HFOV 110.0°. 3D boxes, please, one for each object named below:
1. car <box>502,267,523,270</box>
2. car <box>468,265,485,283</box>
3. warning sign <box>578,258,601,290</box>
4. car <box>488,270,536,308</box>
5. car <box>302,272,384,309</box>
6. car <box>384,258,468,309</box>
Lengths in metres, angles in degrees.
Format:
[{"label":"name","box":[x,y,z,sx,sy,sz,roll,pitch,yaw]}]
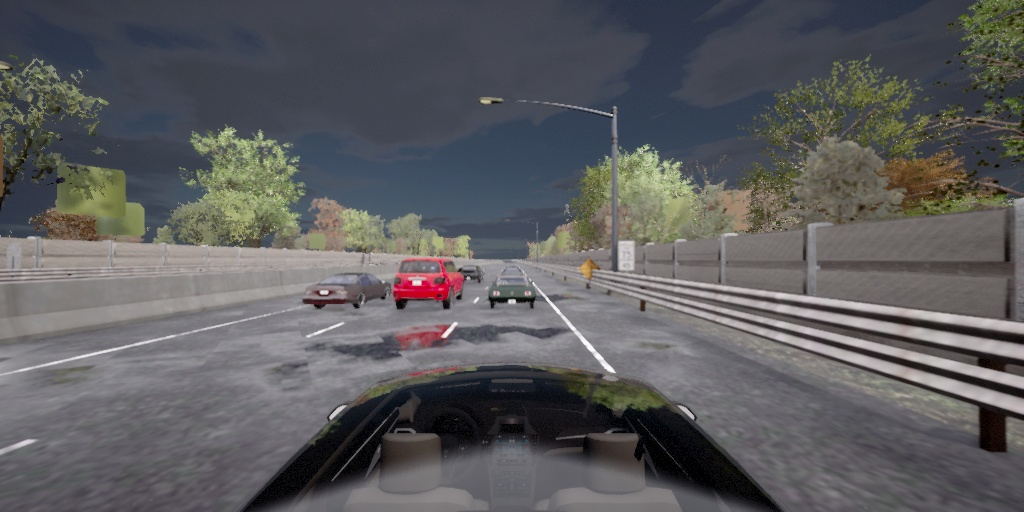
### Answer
[{"label":"car","box":[0.026,1.601,31.190,1.994,1.385,4.181,0,-1,0]},{"label":"car","box":[-3.476,1.545,31.166,1.837,1.490,4.892,0,0,0]},{"label":"warning sign","box":[4.564,1.052,21.064,1.300,1.860,1.060,0,0,0]},{"label":"car","box":[0.011,1.488,15.963,1.895,1.301,4.718,0,-1,0]},{"label":"car","box":[-6.989,1.433,15.853,2.033,1.411,5.357,0,-1,0]},{"label":"car","box":[-3.490,1.102,15.875,2.150,2.045,5.566,0,0,0]}]
